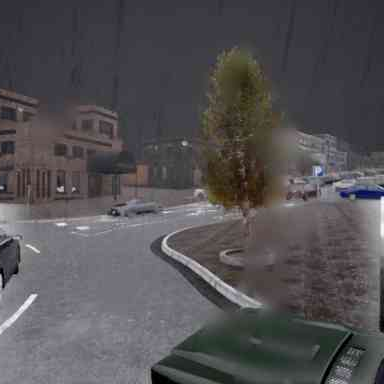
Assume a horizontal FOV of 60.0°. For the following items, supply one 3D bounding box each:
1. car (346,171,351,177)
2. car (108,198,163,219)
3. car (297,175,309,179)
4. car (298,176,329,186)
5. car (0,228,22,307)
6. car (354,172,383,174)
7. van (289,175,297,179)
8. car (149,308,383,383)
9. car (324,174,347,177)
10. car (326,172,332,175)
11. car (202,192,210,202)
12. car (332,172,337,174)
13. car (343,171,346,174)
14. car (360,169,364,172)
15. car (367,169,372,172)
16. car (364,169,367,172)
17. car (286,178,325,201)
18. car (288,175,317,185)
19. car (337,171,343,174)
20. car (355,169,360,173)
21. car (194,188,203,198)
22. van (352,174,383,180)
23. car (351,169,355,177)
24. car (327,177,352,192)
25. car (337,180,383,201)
[{"bbox_3d":[31.850,-3.490,73.363,4.674,1.452,2.002,-2,3,22],"label":"car"},{"bbox_3d":[-4.265,1.176,25.380,1.994,1.385,4.181,1,3,43],"label":"car"},{"bbox_3d":[16.360,-1.695,55.883,5.366,1.575,1.946,-2,3,22],"label":"car"},{"bbox_3d":[17.795,-1.203,48.647,4.181,1.385,1.994,-6,5,-43],"label":"car"},{"bbox_3d":[-4.973,1.452,7.271,2.128,1.511,4.902,0,0,-22],"label":"car"},{"bbox_3d":[20.345,-0.755,34.818,5.566,2.045,2.435,0,5,24],"label":"car"},{"bbox_3d":[14.115,-1.675,53.800,4.442,1.987,1.878,-2,4,22],"label":"van"},{"bbox_3d":[1.906,1.604,2.157,4.718,1.301,1.895,0,0,36],"label":"car"},{"bbox_3d":[22.972,-1.749,53.914,1.895,1.301,4.718,1,5,42],"label":"car"},{"bbox_3d":[24.008,-2.611,64.664,4.892,1.521,2.231,-2,4,22],"label":"car"},{"bbox_3d":[3.627,0.340,34.111,1.837,1.490,4.892,1,5,42],"label":"car"},{"bbox_3d":[25.967,-2.842,66.834,4.892,1.521,2.231,-2,4,22],"label":"car"},{"bbox_3d":[29.904,-3.430,71.163,4.553,1.767,2.185,-2,4,22],"label":"car"},{"bbox_3d":[37.744,-4.169,79.856,5.008,1.535,2.097,-2,3,22],"label":"car"},{"bbox_3d":[41.651,-4.816,84.175,5.566,2.045,2.435,-2,3,23],"label":"car"},{"bbox_3d":[39.550,-4.371,82.088,5.366,1.575,1.946,-2,3,22],"label":"car"},{"bbox_3d":[11.353,-0.160,33.808,2.097,1.767,4.553,1,5,42],"label":"car"},{"bbox_3d":[20.122,-2.120,60.303,4.792,1.488,2.163,-2,3,22],"label":"car"},{"bbox_3d":[27.927,-3.075,69.010,5.008,1.535,2.097,-2,4,22],"label":"car"},{"bbox_3d":[35.786,-3.964,77.684,5.008,1.535,2.097,-2,3,22],"label":"car"},{"bbox_3d":[2.520,-0.017,40.589,4.674,1.452,2.002,-2,3,22],"label":"car"},{"bbox_3d":[18.423,-0.494,32.602,4.442,1.987,1.878,0,4,24],"label":"van"},{"bbox_3d":[33.831,-3.874,75.498,4.553,1.767,2.185,-2,4,22],"label":"car"},{"bbox_3d":[19.215,-0.758,40.017,1.812,1.442,4.674,-6,5,-42],"label":"car"},{"bbox_3d":[16.260,-0.032,30.500,5.008,1.535,2.097,0,4,24],"label":"car"}]
